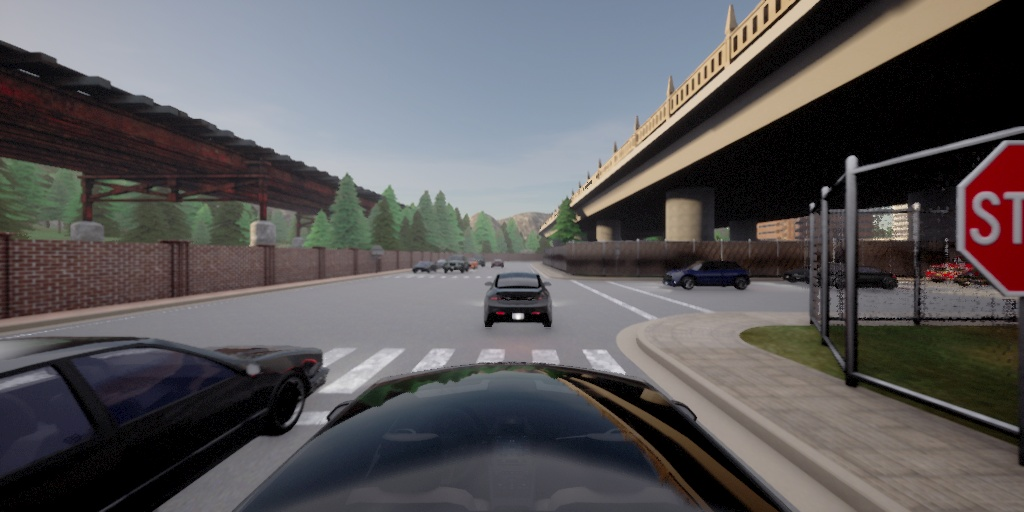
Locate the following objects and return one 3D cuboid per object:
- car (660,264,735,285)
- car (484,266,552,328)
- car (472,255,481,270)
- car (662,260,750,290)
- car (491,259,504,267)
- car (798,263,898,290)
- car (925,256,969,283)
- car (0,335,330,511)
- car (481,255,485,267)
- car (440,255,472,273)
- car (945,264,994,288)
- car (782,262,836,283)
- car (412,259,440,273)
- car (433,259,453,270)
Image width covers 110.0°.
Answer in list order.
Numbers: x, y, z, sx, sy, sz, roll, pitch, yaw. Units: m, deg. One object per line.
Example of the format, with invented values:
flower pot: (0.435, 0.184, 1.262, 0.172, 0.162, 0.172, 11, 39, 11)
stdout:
car: (12.779, 1.256, 24.942, 4.181, 1.385, 1.994, 0, 0, 1)
car: (0.189, 1.231, 11.261, 1.837, 1.490, 4.892, 0, 0, 1)
car: (-6.093, 0.981, 50.570, 2.097, 1.767, 4.553, 0, 0, 2)
car: (11.487, 1.053, 21.452, 4.553, 1.767, 2.097, 0, 0, 0)
car: (-2.271, 1.135, 58.433, 1.812, 1.442, 4.674, 0, 0, 1)
car: (20.126, 1.265, 21.367, 4.181, 1.385, 1.994, 0, 0, 1)
car: (32.222, 0.914, 24.752, 5.566, 2.045, 2.150, 0, 0, 1)
car: (-3.396, 1.296, 2.404, 2.033, 1.411, 5.357, 0, 0, 0)
car: (-5.823, 0.824, 61.221, 2.150, 2.045, 5.566, 0, 0, 2)
car: (-6.284, 0.874, 40.924, 2.150, 2.045, 5.566, 0, 0, 1)
car: (29.380, 1.302, 21.282, 4.718, 1.301, 1.895, 0, 0, 1)
car: (21.543, 1.197, 24.856, 4.892, 1.490, 1.837, 0, 0, 1)
car: (-9.784, 1.201, 40.813, 2.033, 1.411, 5.357, 0, 0, 1)
car: (-9.602, 1.156, 49.980, 1.812, 1.442, 4.674, 0, 0, 1)
